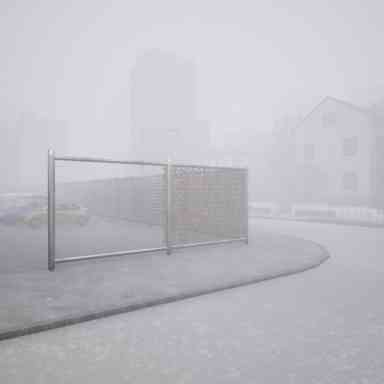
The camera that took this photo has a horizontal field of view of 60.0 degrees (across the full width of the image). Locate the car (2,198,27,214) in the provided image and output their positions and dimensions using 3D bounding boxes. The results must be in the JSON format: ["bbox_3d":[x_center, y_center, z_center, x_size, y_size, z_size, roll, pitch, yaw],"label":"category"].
[{"bbox_3d":[-18.609,1.403,34.788,1.789,1.547,3.705,0,0,-36],"label":"car"}]

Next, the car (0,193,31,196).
[{"bbox_3d":[-13.337,1.242,26.794,3.866,1.878,1.905,0,0,-36],"label":"car"}]

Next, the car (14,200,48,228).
[{"bbox_3d":[-8.606,1.416,21.002,4.193,1.474,1.816,0,0,-36],"label":"car"}]

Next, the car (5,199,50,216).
[{"bbox_3d":[-15.556,1.413,31.497,3.633,1.501,1.845,0,0,-36],"label":"car"}]

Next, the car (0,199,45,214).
[{"bbox_3d":[-18.610,1.474,35.066,5.357,1.415,2.033,0,0,-36],"label":"car"}]

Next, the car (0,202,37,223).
[{"bbox_3d":[-12.784,1.451,24.533,2.207,1.379,1.481,0,0,-36],"label":"car"}]

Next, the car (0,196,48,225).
[{"bbox_3d":[-11.049,1.348,23.154,4.611,1.667,2.242,0,0,-36],"label":"car"}]
